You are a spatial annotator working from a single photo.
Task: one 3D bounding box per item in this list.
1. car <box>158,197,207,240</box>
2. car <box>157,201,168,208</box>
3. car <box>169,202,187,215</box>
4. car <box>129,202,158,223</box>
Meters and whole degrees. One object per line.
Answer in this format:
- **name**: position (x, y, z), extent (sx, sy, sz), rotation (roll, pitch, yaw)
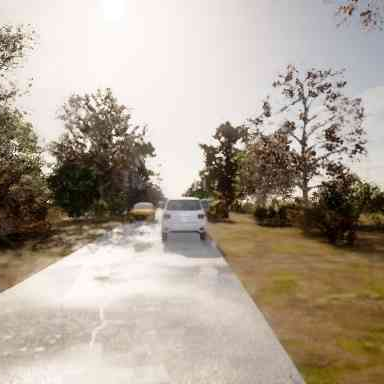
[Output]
- **car**: position (-0.478, 1.289, 17.646), extent (2.150, 2.045, 5.566), rotation (0, 0, -3)
- **car**: position (-6.047, 2.561, 67.986), extent (2.128, 1.511, 4.902), rotation (0, -2, -3)
- **car**: position (-1.730, 1.898, 40.449), extent (2.033, 1.411, 5.357), rotation (0, -1, -3)
- **car**: position (-3.926, 1.630, 26.953), extent (1.882, 1.535, 5.008), rotation (0, -1, -3)
